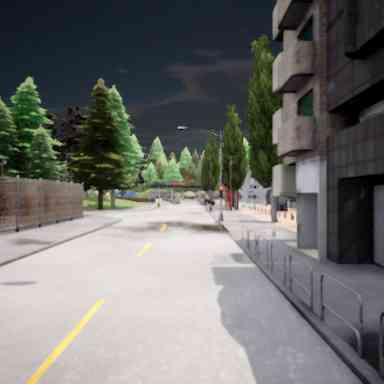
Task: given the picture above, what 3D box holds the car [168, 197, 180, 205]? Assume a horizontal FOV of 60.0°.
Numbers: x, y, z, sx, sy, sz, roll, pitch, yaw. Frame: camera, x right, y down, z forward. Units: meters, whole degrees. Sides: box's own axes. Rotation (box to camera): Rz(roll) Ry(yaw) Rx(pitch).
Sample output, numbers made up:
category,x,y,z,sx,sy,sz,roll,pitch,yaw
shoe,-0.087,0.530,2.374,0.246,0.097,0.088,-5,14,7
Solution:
category,x,y,z,sx,sy,sz,roll,pitch,yaw
car,-3.968,2.318,79.670,2.097,1.767,4.553,0,-1,0
